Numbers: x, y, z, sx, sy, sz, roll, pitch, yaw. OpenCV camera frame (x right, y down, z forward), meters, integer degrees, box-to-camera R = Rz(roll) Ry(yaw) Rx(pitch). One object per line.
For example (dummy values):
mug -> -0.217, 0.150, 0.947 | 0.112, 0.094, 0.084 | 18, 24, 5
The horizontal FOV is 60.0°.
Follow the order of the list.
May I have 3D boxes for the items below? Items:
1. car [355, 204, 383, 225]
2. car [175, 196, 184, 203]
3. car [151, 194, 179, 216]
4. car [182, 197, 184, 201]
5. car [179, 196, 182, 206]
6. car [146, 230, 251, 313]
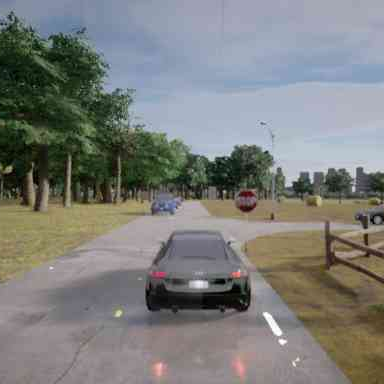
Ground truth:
car -> 14.353, 1.578, 23.992 | 4.892, 1.490, 1.837 | 0, -2, 0
car -> -2.743, 1.569, 73.369 | 1.812, 1.442, 4.674 | 0, -1, 0
car -> -2.842, 1.261, 33.869 | 2.150, 2.045, 5.566 | 0, 0, 0
car -> -2.794, 1.702, 57.709 | 1.812, 1.442, 4.674 | 0, -1, 1
car -> -2.830, 1.653, 47.094 | 2.033, 1.411, 5.357 | 0, 0, 0
car -> 0.107, 1.564, 7.740 | 1.994, 1.385, 4.181 | 0, 0, 0
